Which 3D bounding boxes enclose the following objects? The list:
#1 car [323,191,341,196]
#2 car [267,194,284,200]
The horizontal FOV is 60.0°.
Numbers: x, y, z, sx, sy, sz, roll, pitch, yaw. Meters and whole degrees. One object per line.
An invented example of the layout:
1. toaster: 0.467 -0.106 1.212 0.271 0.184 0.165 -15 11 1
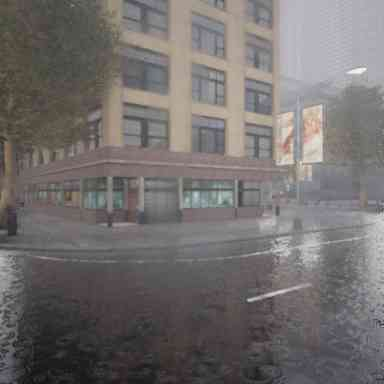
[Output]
1. car: 32.155 1.161 79.036 2.002 1.452 4.674 0 0 -36
2. car: 21.680 1.264 86.521 2.161 1.482 4.786 0 0 -36
